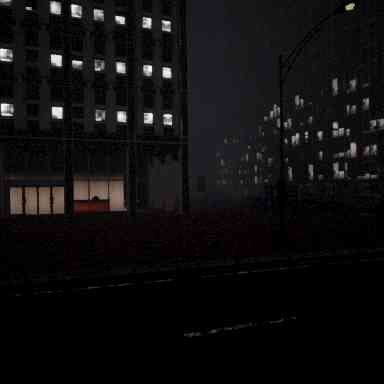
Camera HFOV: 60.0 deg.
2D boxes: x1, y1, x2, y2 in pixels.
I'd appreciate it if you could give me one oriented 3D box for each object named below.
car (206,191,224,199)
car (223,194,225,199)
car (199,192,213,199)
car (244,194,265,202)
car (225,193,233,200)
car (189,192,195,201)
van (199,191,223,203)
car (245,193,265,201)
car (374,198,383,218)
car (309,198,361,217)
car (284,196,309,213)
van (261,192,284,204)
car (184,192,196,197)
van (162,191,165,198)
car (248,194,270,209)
[{"bbox_3d":[5.194,0.634,74.955,2.192,1.841,5.009,0,1,-20],"label":"car"},{"bbox_3d":[4.453,0.933,69.413,1.812,1.442,4.674,-1,1,-20],"label":"car"},{"bbox_3d":[3.248,0.706,80.296,1.967,1.590,4.097,0,1,-20],"label":"car"},{"bbox_3d":[11.034,1.060,58.938,1.802,1.307,4.206,0,1,-20],"label":"car"},{"bbox_3d":[7.141,0.954,69.618,1.802,1.307,4.206,0,1,-20],"label":"car"},{"bbox_3d":[-0.733,1.056,66.749,2.008,1.369,4.403,0,1,-20],"label":"car"},{"bbox_3d":[3.160,0.952,56.067,1.690,1.788,3.998,0,1,-20],"label":"van"},{"bbox_3d":[9.795,1.228,45.430,2.033,1.411,5.357,-1,1,-20],"label":"car"},{"bbox_3d":[16.851,1.216,26.095,2.097,1.767,4.553,-1,1,-21],"label":"car"},{"bbox_3d":[12.769,1.434,29.325,1.947,1.339,4.313,0,1,-20],"label":"car"},{"bbox_3d":[10.839,1.399,34.674,1.802,1.307,4.206,0,1,-20],"label":"car"},{"bbox_3d":[12.978,0.871,53.595,1.690,1.788,3.998,0,1,-20],"label":"van"},{"bbox_3d":[-0.644,0.711,90.977,2.008,1.369,4.403,0,1,-20],"label":"car"},{"bbox_3d":[-6.572,0.688,82.767,1.690,1.788,3.998,0,1,-20],"label":"van"},{"bbox_3d":[8.948,1.332,40.033,1.947,1.339,4.313,0,1,-20],"label":"car"}]
